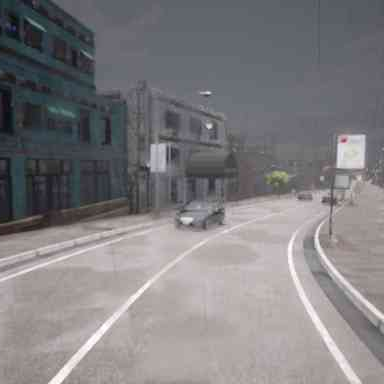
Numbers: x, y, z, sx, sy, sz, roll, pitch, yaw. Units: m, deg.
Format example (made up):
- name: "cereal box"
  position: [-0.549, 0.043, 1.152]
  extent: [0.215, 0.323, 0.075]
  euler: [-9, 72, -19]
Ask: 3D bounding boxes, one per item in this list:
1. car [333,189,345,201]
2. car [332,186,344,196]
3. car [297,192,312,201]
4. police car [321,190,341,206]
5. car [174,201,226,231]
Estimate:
- name: "car"
  position: [24.433, 0.784, 56.635]
  extent: [1.801, 1.575, 5.366]
  euler: [3, 3, 27]
- name: "car"
  position: [34.338, -0.194, 78.029]
  extent: [2.150, 2.045, 5.566]
  euler: [3, 3, 27]
- name: "car"
  position: [19.328, 0.734, 56.731]
  extent: [2.033, 1.411, 5.357]
  euler: [3, 3, 28]
- name: "police car"
  position: [19.799, 0.986, 47.682]
  extent: [1.930, 1.638, 5.238]
  euler: [3, 2, 27]
- name: "car"
  position: [0.583, 1.287, 19.232]
  extent: [2.128, 1.511, 4.902]
  euler: [2, 1, 21]
